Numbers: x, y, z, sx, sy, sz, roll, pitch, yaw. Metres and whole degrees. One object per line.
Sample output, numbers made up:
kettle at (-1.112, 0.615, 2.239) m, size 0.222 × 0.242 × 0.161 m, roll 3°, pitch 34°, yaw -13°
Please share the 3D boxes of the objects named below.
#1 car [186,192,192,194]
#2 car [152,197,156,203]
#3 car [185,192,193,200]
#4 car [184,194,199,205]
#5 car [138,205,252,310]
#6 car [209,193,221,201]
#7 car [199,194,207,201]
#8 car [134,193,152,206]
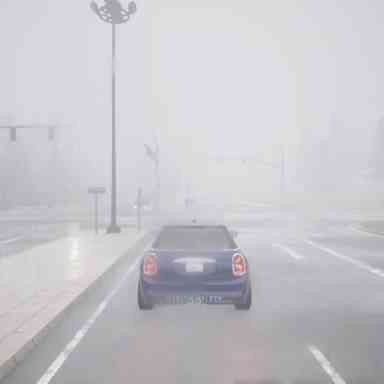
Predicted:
car at (-0.763, 1.446, 85.288) m, size 1.837 × 1.490 × 4.892 m, roll 0°, pitch 0°, yaw -1°
car at (-8.454, 1.531, 65.561) m, size 1.994 × 1.385 × 4.181 m, roll 0°, pitch 0°, yaw 0°
car at (-0.942, 1.141, 95.642) m, size 2.150 × 2.045 × 5.566 m, roll 0°, pitch 0°, yaw -1°
car at (-0.235, 1.498, 54.784) m, size 1.812 × 1.442 × 4.674 m, roll 0°, pitch 0°, yaw -1°
car at (0.060, 1.348, 7.964) m, size 2.097 × 1.767 × 4.553 m, roll 0°, pitch 0°, yaw 0°
car at (6.241, 1.172, 85.083) m, size 2.150 × 2.045 × 5.566 m, roll 0°, pitch 0°, yaw -1°
car at (2.736, 1.470, 85.350) m, size 1.812 × 1.442 × 4.674 m, roll 0°, pitch 0°, yaw -1°
car at (-8.334, 1.324, 55.615) m, size 2.097 × 1.767 × 4.553 m, roll 0°, pitch 0°, yaw -1°
